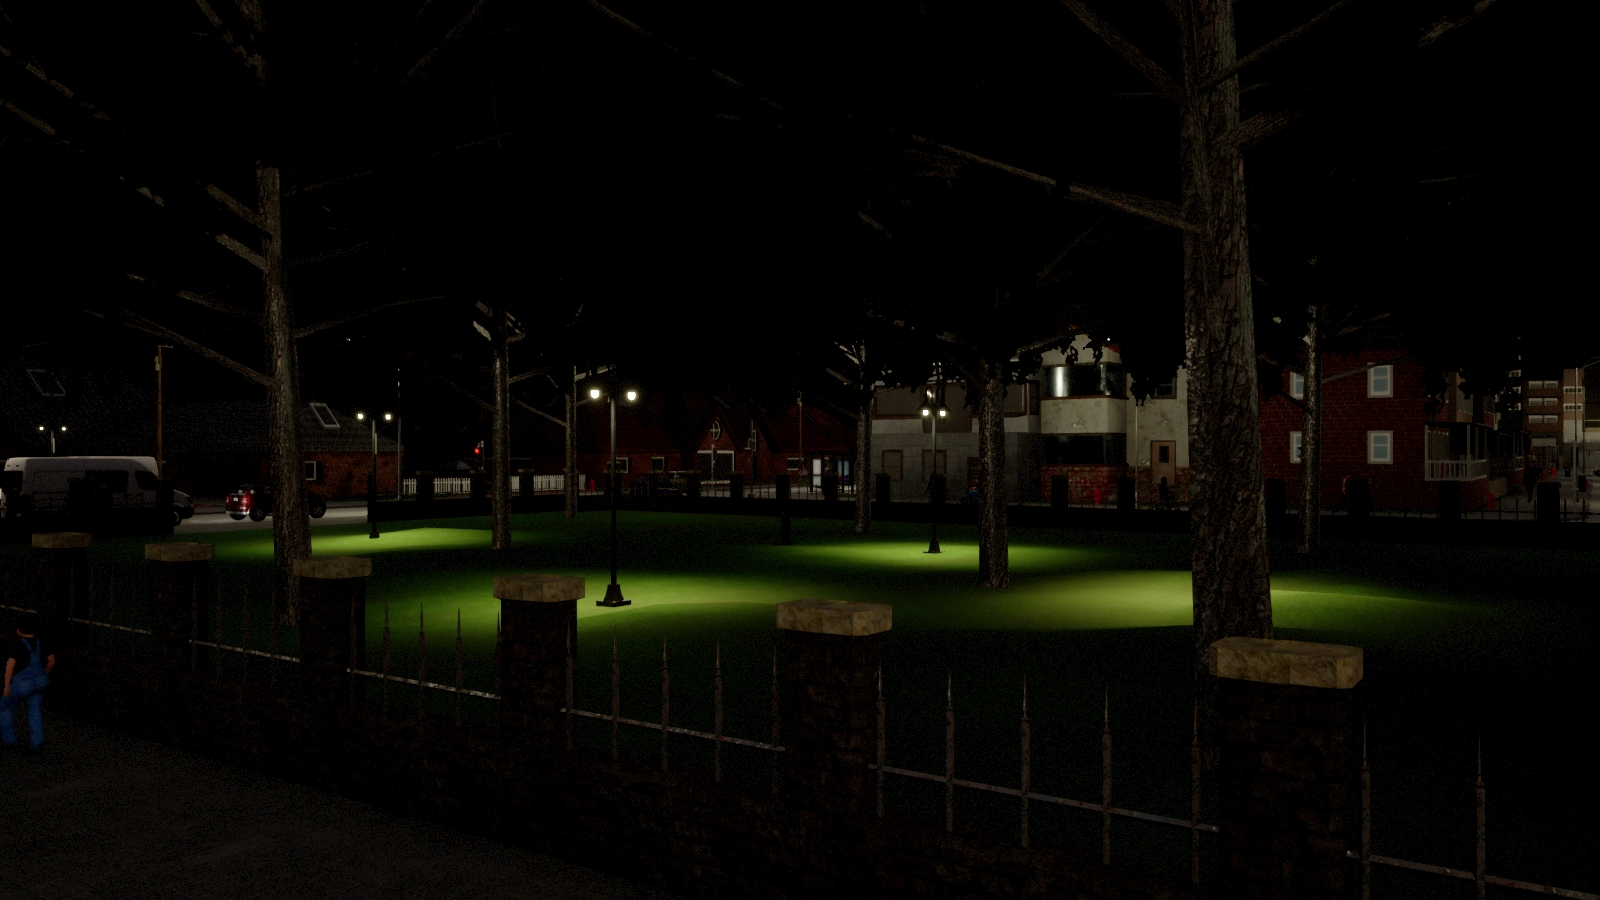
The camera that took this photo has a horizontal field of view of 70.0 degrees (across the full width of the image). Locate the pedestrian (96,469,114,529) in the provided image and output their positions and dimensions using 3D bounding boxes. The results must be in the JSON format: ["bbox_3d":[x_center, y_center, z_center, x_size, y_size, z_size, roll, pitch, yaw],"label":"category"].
[{"bbox_3d":[-21.755,1.525,35.759,0.375,1.860,0.375,0,0,38],"label":"pedestrian"}]

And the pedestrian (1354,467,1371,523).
[{"bbox_3d":[19.049,1.525,38.678,0.375,1.860,0.375,0,0,-30],"label":"pedestrian"}]

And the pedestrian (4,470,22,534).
[{"bbox_3d":[-23.275,1.525,33.788,0.375,1.860,0.375,0,0,40],"label":"pedestrian"}]

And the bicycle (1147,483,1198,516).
[{"bbox_3d":[14.537,1.938,44.583,1.835,1.271,0.329,-2,-1,35],"label":"bicycle"}]

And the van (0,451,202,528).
[{"bbox_3d":[-24.847,1.314,40.778,1.988,2.561,5.915,0,0,36],"label":"van"}]

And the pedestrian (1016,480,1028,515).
[{"bbox_3d":[8.399,1.804,43.230,0.375,1.300,0.375,0,0,30],"label":"pedestrian"}]

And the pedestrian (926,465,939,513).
[{"bbox_3d":[5.162,1.524,44.591,0.375,1.860,0.375,0,0,34],"label":"pedestrian"}]

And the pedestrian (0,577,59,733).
[{"bbox_3d":[-6.888,1.805,10.172,0.375,1.300,0.375,0,0,35],"label":"pedestrian"}]
